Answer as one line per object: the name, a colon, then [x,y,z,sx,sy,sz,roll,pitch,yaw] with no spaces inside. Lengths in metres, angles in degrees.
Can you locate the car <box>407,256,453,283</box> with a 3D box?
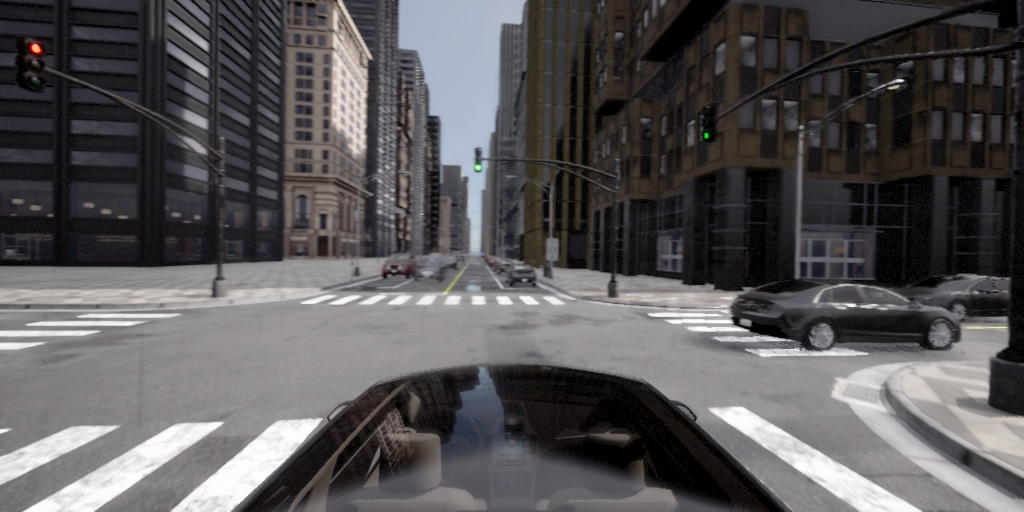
car: [-5.571,0.965,24.971,2.128,1.511,4.902,1,0,-5]

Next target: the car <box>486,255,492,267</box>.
car: [-2.252,0.787,50.962,1.967,1.591,4.097,0,0,-6]

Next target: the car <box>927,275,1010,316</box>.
car: [15.673,1.419,12.521,4.892,1.490,1.837,1,1,-6]

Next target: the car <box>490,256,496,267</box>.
car: [-1.150,0.993,39.735,1.888,1.381,4.507,0,0,-6]

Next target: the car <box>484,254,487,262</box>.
car: [-3.353,0.689,62.188,1.967,1.591,4.097,0,0,-6]

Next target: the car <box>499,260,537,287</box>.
car: [0.502,1.152,22.895,2.007,1.370,4.403,0,0,-6]

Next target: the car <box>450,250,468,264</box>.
car: [-8.598,0.067,56.892,2.150,2.045,5.566,1,0,-6]

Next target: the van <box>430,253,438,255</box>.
van: [-10.734,0.537,50.119,1.690,1.789,3.998,0,0,-6]

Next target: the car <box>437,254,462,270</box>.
car: [-7.135,0.832,41.043,1.837,1.490,4.892,1,0,-5]

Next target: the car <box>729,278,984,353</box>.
car: [7.852,1.343,8.604,4.892,1.490,1.837,1,1,-6]

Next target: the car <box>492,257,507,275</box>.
car: [-0.599,1.049,34.122,2.007,1.370,4.403,0,0,-6]

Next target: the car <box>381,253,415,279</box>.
car: [-8.531,0.713,27.665,2.192,1.841,5.009,0,0,-6]
